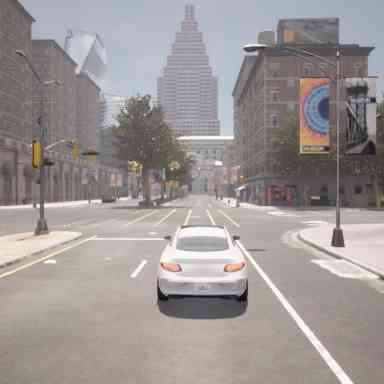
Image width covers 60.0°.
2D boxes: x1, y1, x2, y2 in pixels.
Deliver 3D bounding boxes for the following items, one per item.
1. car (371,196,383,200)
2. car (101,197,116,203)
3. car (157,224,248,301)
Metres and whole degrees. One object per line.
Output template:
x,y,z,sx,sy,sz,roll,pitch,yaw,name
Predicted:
35.883,1.481,67.520,2.231,1.521,4.892,0,0,1,car
-16.829,1.595,67.246,1.895,1.301,4.718,0,0,1,car
0.249,1.526,8.203,1.812,1.442,4.674,0,0,2,car
